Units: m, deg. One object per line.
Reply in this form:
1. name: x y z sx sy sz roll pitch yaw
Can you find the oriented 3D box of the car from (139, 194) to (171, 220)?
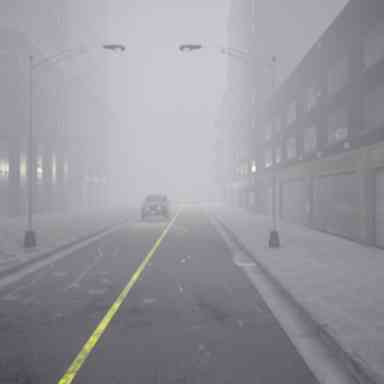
1. car: -2.995 1.224 28.377 2.150 2.045 5.566 0 0 0
